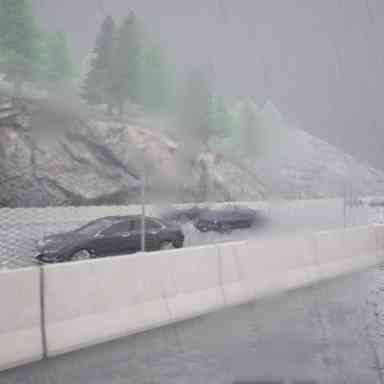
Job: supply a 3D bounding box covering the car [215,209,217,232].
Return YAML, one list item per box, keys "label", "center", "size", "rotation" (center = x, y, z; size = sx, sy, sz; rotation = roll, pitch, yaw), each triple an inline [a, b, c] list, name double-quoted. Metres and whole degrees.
- label: "car"
  center: [2.390, 1.669, 19.344]
  size: [4.718, 1.301, 1.895]
  rotation: [0, 0, -40]

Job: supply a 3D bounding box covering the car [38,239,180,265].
- label: "car"
  center: [-2.509, 1.543, 10.978]
  size: [4.892, 1.490, 1.837]
  rotation: [0, 0, -37]

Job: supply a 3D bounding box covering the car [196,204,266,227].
- label: "car"
  center: [2.979, 1.634, 24.456]
  size: [5.357, 1.411, 2.033]
  rotation: [0, 0, -41]
